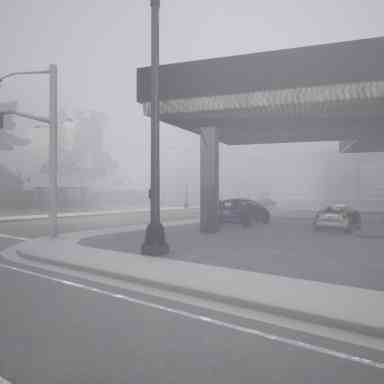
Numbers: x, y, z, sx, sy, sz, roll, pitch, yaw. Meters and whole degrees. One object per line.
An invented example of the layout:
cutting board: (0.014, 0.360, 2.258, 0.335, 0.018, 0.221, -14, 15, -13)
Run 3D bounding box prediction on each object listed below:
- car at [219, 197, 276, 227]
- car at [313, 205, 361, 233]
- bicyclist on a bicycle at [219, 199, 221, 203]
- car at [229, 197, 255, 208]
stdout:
car: (3.411, 1.295, 22.040, 2.242, 1.667, 4.611, 0, 0, 37)
car: (8.485, 1.456, 19.241, 1.970, 1.475, 3.806, 0, 0, 37)
bicyclist on a bicycle: (2.531, 1.386, 29.695, 0.582, 1.620, 1.656, 0, -9, -36)
car: (7.508, 1.504, 49.829, 1.837, 1.490, 4.892, 0, 0, 36)
